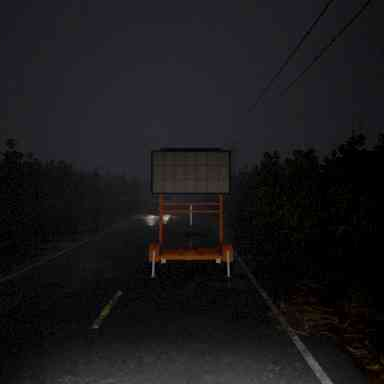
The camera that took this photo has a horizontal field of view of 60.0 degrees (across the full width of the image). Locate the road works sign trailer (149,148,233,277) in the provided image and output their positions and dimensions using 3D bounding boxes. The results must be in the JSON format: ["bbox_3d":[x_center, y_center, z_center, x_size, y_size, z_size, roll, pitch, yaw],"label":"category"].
[{"bbox_3d":[-0.031,0.464,10.200,2.380,3.560,2.880,0,0,0],"label":"road works sign trailer"}]

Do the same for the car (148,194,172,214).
[{"bbox_3d":[-3.310,1.221,35.146,2.150,2.045,5.566,0,0,0],"label":"car"}]
